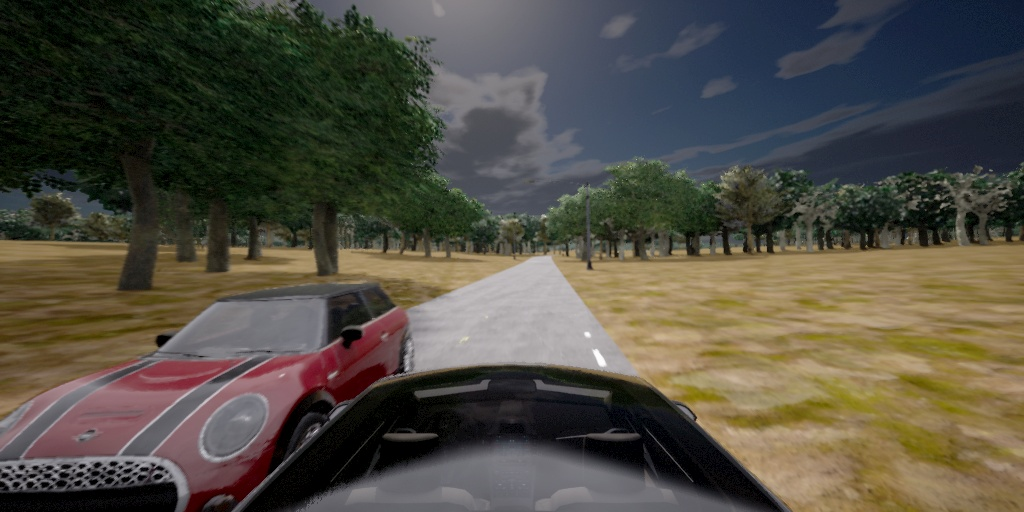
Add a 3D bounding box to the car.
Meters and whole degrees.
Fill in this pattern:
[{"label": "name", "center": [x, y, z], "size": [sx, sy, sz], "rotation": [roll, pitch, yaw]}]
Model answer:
[{"label": "car", "center": [-2.705, 1.173, 4.293], "size": [2.097, 1.767, 4.553], "rotation": [-2, 0, -1]}]
